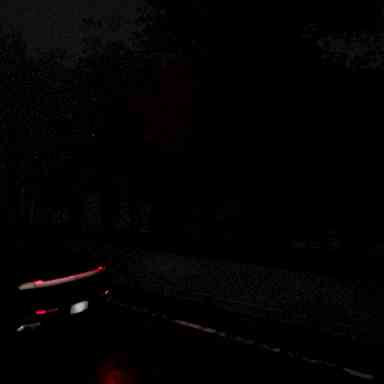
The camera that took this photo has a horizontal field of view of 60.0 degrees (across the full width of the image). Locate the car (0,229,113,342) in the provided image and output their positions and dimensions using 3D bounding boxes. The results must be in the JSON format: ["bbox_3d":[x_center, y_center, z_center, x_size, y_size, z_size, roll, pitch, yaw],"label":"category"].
[{"bbox_3d":[-3.615,1.455,6.264,4.902,1.511,2.128,0,0,36],"label":"car"}]
